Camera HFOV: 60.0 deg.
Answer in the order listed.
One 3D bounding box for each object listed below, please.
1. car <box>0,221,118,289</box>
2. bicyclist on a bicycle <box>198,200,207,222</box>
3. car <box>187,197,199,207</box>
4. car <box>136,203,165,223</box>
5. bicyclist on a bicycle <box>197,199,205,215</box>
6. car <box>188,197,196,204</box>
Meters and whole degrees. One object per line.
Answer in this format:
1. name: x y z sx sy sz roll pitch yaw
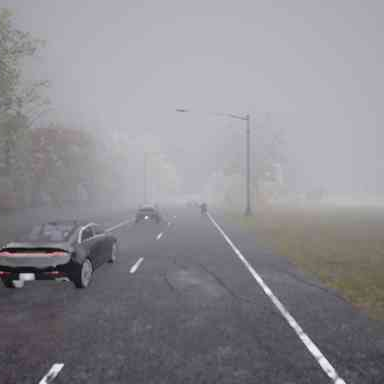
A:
1. car: -3.392 1.545 9.271 2.128 1.511 4.902 0 0 0
2. bicyclist on a bicycle: 0.986 1.604 26.885 0.582 1.620 1.656 0 -1 0
3. car: 0.106 1.885 56.635 1.994 1.385 4.181 0 0 0
4. car: -3.380 1.658 27.112 1.837 1.490 4.892 0 0 0
5. bicyclist on a bicycle: 1.012 1.644 36.755 0.866 1.612 1.509 0 0 0
6. car: 0.061 1.948 74.716 1.812 1.442 4.674 0 0 0
